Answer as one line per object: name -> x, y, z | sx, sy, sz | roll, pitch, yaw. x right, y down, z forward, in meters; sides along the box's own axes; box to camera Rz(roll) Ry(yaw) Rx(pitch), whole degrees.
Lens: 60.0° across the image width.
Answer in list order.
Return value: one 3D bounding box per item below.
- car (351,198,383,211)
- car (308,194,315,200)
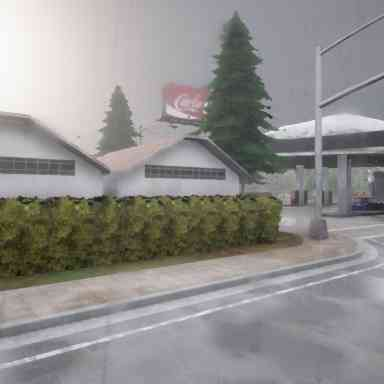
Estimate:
car -> 20.782, 1.480, 39.342 | 4.611, 1.667, 2.242 | 0, 0, -36
car -> 31.789, 1.330, 88.849 | 2.152, 1.636, 5.027 | 0, 0, -36
